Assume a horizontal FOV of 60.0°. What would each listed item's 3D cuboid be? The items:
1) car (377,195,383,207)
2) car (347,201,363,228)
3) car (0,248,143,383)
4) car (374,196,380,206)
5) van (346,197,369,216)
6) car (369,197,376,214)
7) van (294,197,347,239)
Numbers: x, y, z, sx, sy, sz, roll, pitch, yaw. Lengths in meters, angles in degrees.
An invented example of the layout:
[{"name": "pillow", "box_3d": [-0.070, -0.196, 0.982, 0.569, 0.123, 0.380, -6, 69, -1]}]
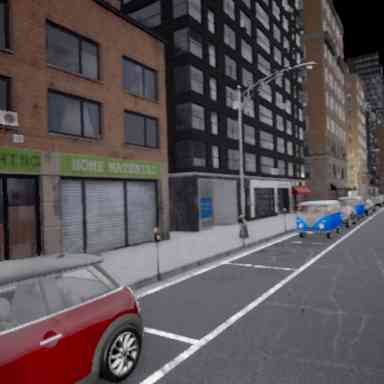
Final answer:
[{"name": "car", "box_3d": [24.644, 1.352, 44.808, 1.947, 1.339, 4.313, -2, -1, 33]}, {"name": "car", "box_3d": [9.610, 1.516, 21.774, 2.008, 1.369, 4.403, -2, -1, 33]}, {"name": "car", "box_3d": [-2.419, 1.555, 3.348, 1.967, 1.590, 4.097, -2, -1, 33]}, {"name": "car", "box_3d": [18.631, 1.439, 35.594, 1.802, 1.307, 4.206, -2, -1, 33]}, {"name": "van", "box_3d": [12.610, 1.270, 26.383, 1.690, 1.788, 3.998, -2, -1, 33]}, {"name": "car", "box_3d": [15.624, 1.458, 30.988, 1.947, 1.339, 4.313, -2, -1, 33]}, {"name": "van", "box_3d": [6.597, 1.344, 17.171, 1.690, 1.788, 3.998, -2, -1, 33]}]
